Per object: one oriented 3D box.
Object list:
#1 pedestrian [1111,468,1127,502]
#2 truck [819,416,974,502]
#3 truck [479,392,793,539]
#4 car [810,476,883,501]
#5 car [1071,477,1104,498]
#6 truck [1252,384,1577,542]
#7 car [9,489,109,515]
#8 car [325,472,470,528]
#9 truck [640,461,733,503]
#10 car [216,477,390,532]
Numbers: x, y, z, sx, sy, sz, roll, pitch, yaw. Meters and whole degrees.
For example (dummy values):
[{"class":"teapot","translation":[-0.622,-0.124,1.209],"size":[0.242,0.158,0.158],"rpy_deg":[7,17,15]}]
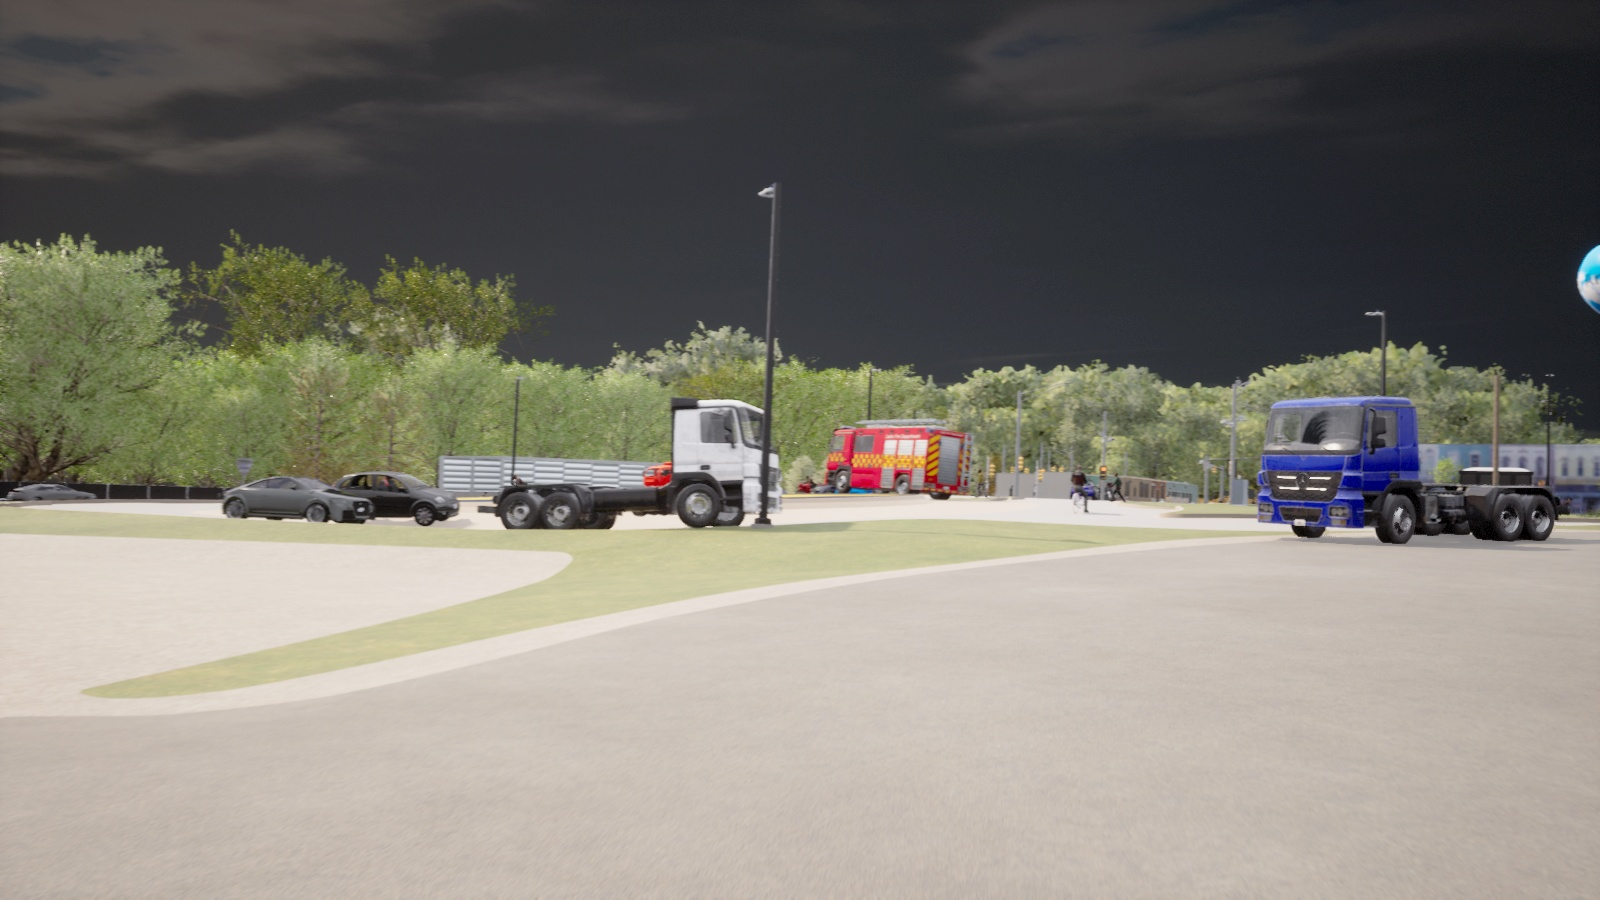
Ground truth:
[{"class":"pedestrian","translation":[18.543,2.025,73.035],"size":[0.788,1.949,0.423],"rpy_deg":[1,-3,24]},{"class":"truck","translation":[4.689,0.450,63.093],"size":[2.891,3.827,8.468],"rpy_deg":[7,-4,-33]},{"class":"truck","translation":[-4.450,0.544,34.430],"size":[7.936,3.462,2.891],"rpy_deg":[-3,-5,14]},{"class":"car","translation":[2.913,2.393,78.681],"size":[4.193,1.474,1.816],"rpy_deg":[0,0,-21]},{"class":"car","translation":[20.559,2.677,89.703],"size":[1.816,1.474,4.193],"rpy_deg":[1,-1,18]},{"class":"truck","translation":[15.030,0.326,30.572],"size":[7.936,3.462,2.891],"rpy_deg":[0,0,-27]},{"class":"car","translation":[-46.156,3.220,78.327],"size":[2.128,1.511,4.902],"rpy_deg":[0,-2,35]},{"class":"car","translation":[-12.722,1.559,39.860],"size":[3.988,1.617,1.851],"rpy_deg":[0,2,3]},{"class":"truck","translation":[-7.095,2.019,78.534],"size":[5.204,2.467,2.627],"rpy_deg":[2,-5,-41]},{"class":"car","translation":[-14.229,1.565,36.030],"size":[4.181,1.385,1.994],"rpy_deg":[1,-3,14]}]
